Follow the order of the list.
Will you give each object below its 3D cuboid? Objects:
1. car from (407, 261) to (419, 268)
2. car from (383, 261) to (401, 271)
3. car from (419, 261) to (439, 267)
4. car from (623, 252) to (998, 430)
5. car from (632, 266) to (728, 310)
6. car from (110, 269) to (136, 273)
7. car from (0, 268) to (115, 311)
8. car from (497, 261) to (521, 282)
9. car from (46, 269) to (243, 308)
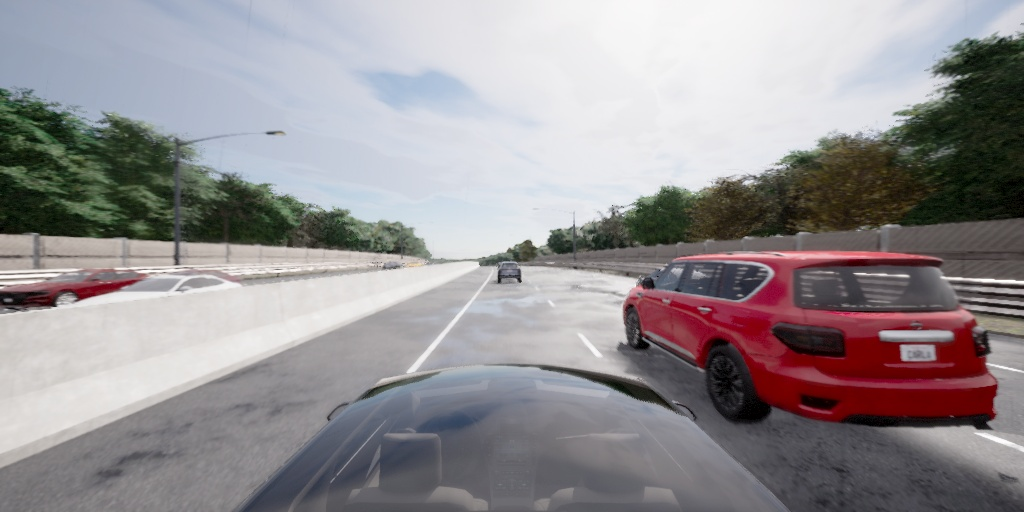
[{"bbox_3d":[-15.310,1.515,57.209,1.882,1.535,5.008,0,-1,-2],"label":"car"},{"bbox_3d":[-18.776,1.516,56.304,2.128,1.511,4.902,0,-1,-2],"label":"car"},{"bbox_3d":[-11.579,1.561,51.589,1.895,1.301,4.718,0,-1,-2],"label":"car"},{"bbox_3d":[3.640,0.968,5.911,2.150,2.045,5.566,0,0,0],"label":"car"},{"bbox_3d":[7.044,1.267,15.708,1.837,1.490,4.892,0,0,-1],"label":"car"},{"bbox_3d":[-14.178,1.326,15.876,1.812,1.442,4.674,0,0,-1],"label":"car"},{"bbox_3d":[-17.670,1.281,15.066,1.882,1.535,5.008,0,0,-1],"label":"car"},{"bbox_3d":[-0.232,1.256,30.232,2.033,1.649,4.856,0,0,-1],"label":"car"},{"bbox_3d":[-10.633,1.308,11.253,1.812,1.442,4.674,0,0,0],"label":"car"}]
